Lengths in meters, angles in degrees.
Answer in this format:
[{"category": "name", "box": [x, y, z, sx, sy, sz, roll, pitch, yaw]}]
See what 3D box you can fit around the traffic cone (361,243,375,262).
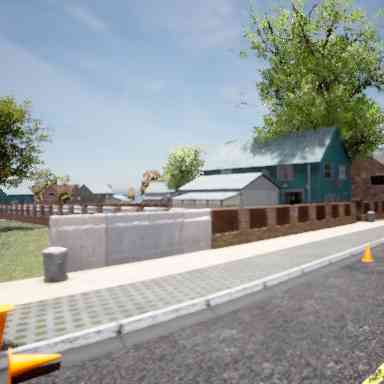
[{"category": "traffic cone", "box": [6.020, 2.051, 11.380, 0.340, 0.580, 0.340, -1, -1, 44]}]
